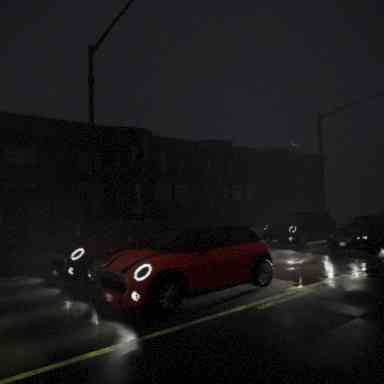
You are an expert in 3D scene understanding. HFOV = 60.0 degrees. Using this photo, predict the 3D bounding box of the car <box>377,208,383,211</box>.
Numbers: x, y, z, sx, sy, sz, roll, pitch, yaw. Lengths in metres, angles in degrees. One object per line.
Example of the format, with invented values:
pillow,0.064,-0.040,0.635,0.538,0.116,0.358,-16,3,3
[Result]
car,14.480,1.941,24.404,4.902,1.511,2.128,-1,-2,-38

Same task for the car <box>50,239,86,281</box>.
car,-2.248,1.776,11.138,4.553,1.767,2.097,0,-2,-39

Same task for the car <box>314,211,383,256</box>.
car,7.853,1.790,14.690,4.902,1.511,2.128,0,-2,-38

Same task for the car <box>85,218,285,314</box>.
car,-0.010,1.637,8.449,4.553,1.767,2.097,0,-2,-39

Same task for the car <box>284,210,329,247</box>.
car,5.755,1.790,17.500,4.553,1.767,2.097,0,-2,-38
